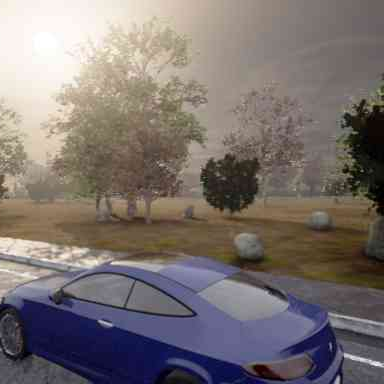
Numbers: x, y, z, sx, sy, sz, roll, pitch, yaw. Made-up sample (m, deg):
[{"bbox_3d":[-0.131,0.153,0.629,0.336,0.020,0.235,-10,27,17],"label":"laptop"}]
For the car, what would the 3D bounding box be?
[{"bbox_3d":[-0.618,1.515,4.270,4.674,1.442,1.812,0,0,34],"label":"car"}]
